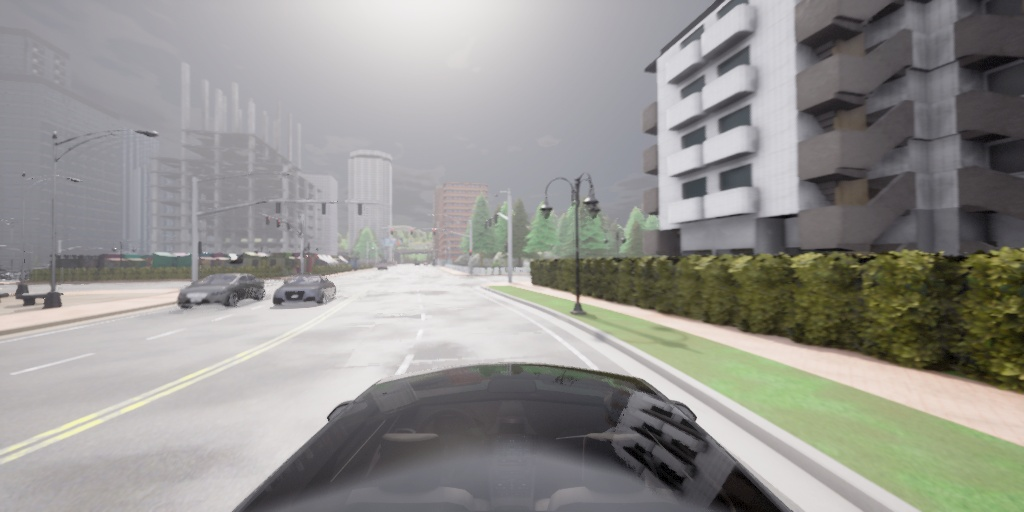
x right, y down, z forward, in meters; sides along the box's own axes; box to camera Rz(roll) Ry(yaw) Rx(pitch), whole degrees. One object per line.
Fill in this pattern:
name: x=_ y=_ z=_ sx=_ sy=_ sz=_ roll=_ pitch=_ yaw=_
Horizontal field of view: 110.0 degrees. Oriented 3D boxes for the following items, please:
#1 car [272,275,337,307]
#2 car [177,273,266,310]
car: x=-10.005 y=1.618 z=17.615 sx=1.994 sy=1.385 sz=4.181 roll=0 pitch=-1 yaw=-15
car: x=-13.439 y=1.566 z=16.916 sx=2.128 sy=1.511 sz=4.902 roll=0 pitch=-1 yaw=-15
